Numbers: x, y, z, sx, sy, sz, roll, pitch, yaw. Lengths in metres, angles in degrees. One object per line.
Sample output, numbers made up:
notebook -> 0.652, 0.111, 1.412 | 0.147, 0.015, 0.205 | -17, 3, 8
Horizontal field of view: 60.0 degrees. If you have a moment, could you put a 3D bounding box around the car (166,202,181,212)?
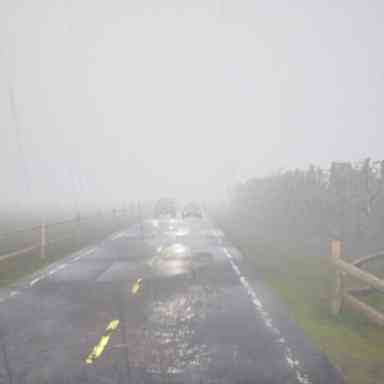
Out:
car -> -2.763, 2.179, 49.507 | 1.994, 1.385, 4.181 | 0, -1, 0

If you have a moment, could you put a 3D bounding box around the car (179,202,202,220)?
car -> 0.001, 1.984, 32.668 | 1.895, 1.301, 4.718 | 0, -1, 0

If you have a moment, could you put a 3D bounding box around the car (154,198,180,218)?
car -> -2.759, 1.638, 35.679 | 2.150, 2.045, 5.566 | 0, -1, 0
